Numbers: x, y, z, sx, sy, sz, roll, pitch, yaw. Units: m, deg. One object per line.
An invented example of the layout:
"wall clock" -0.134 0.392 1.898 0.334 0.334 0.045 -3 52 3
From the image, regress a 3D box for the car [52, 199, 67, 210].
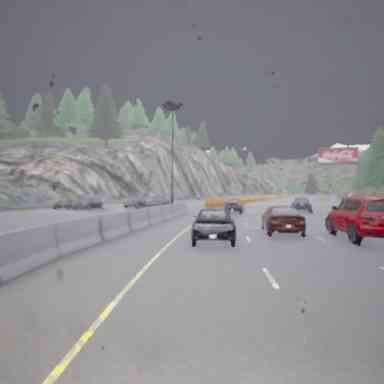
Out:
"car" -15.636 1.521 41.804 1.994 1.385 4.181 0 0 14

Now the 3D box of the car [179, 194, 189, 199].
"car" -1.642 1.219 81.281 1.882 1.535 5.008 0 0 22

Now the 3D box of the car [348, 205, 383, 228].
"car" 12.793 1.642 23.580 1.895 1.301 4.718 0 0 10

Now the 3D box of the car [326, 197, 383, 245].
"car" 8.116 1.248 15.698 2.150 2.045 5.566 0 0 6

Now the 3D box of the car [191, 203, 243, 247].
"car" 1.048 1.496 15.164 2.128 1.511 4.902 0 0 6

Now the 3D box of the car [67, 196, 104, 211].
"car" -12.483 1.318 40.001 2.097 1.767 4.553 0 0 14

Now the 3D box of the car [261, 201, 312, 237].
"car" 4.950 1.495 18.391 1.882 1.535 5.008 0 0 7

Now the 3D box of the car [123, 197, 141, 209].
"car" -7.556 1.488 44.932 1.837 1.490 4.892 0 -1 16

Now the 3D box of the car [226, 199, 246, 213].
"car" 4.515 1.521 35.119 1.837 1.490 4.892 0 0 13

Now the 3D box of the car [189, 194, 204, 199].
"car" 1.613 1.275 79.994 1.812 1.442 4.674 0 0 22

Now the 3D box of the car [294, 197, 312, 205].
"car" 12.609 1.395 38.466 2.097 1.767 4.553 0 0 15

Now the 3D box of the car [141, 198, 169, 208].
"car" -4.418 1.498 43.211 1.837 1.490 4.892 0 -1 16
